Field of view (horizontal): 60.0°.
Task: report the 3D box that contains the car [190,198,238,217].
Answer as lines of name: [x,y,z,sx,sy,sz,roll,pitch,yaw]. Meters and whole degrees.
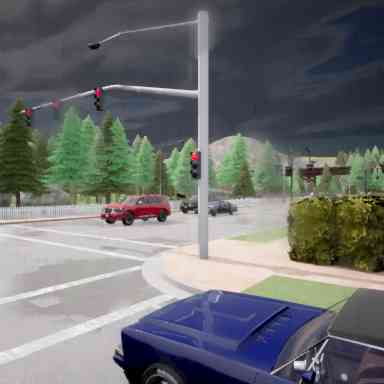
car: [2.457,1.547,32.232,2.033,1.411,5.357,0,0,38]

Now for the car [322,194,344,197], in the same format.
car: [16.507,1.222,38.393,2.150,2.045,5.566,0,0,38]

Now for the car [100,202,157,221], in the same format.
car: [-5.258,1.601,28.138,1.895,1.301,4.718,0,0,38]

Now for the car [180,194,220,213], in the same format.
car: [1.079,1.221,36.119,2.150,2.045,5.566,0,0,39]

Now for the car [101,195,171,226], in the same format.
car: [-3.911,1.221,24.203,2.150,2.045,5.566,0,0,38]

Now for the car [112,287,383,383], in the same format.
car: [1.502,1.601,2.894,4.718,1.301,1.895,0,0,36]
